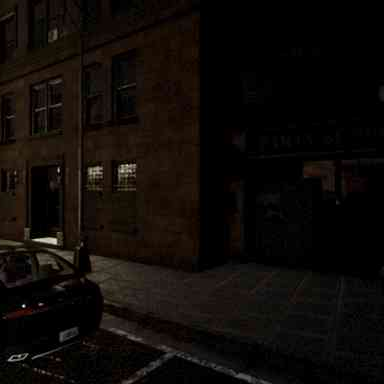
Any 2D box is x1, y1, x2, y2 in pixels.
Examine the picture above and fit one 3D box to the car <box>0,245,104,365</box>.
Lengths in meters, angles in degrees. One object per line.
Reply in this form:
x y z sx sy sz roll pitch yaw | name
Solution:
-3.320 1.555 5.462 4.403 1.369 2.008 0 0 36 | car
